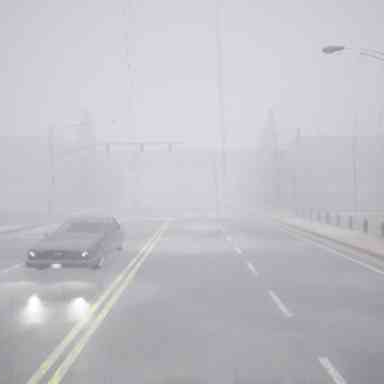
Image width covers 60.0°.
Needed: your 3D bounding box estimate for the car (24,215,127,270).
[{"bbox_3d":[-3.498,1.517,11.236,2.033,1.411,5.357,0,0,0],"label":"car"}]
